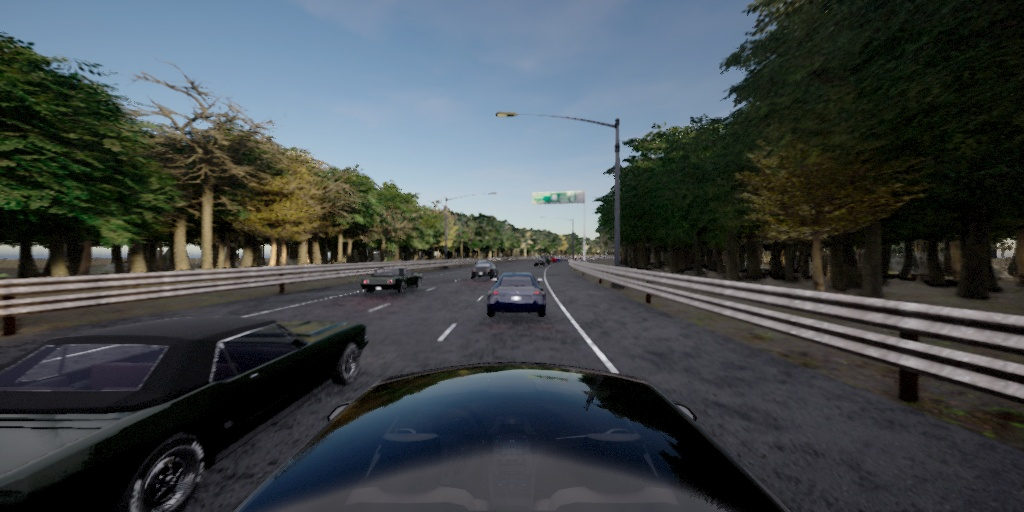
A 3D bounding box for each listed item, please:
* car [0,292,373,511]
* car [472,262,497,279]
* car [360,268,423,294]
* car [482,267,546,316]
[{"bbox_3d":[-3.403,1.340,4.016,1.895,1.301,4.718,0,0,1],"label":"car"},{"bbox_3d":[-2.309,1.215,31.004,1.812,1.442,4.674,0,0,4],"label":"car"},{"bbox_3d":[-6.488,1.303,19.977,1.895,1.301,4.718,0,0,3],"label":"car"},{"bbox_3d":[0.194,1.294,13.269,1.994,1.385,4.181,0,0,2],"label":"car"}]
